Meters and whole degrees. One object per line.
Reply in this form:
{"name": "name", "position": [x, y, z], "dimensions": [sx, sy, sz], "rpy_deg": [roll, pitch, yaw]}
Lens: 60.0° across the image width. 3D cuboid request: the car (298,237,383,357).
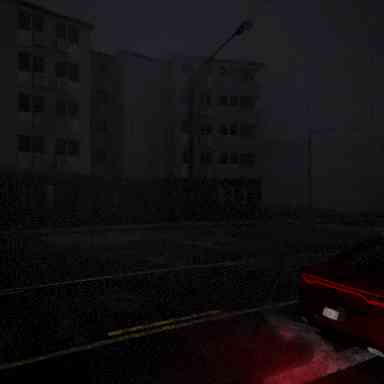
{"name": "car", "position": [4.089, 1.477, 5.565], "dimensions": [5.008, 1.535, 1.882], "rpy_deg": [0, 0, -26]}
